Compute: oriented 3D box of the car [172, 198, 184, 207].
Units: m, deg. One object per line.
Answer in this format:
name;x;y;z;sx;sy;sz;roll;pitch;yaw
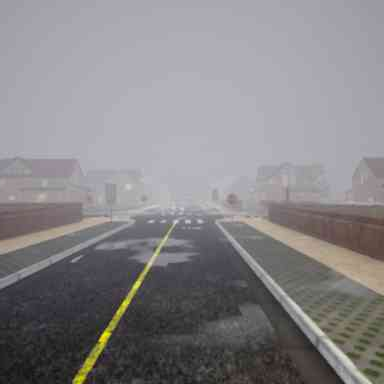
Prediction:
car;-2.757;2.129;66.357;2.097;1.767;4.553;0;-1;0
